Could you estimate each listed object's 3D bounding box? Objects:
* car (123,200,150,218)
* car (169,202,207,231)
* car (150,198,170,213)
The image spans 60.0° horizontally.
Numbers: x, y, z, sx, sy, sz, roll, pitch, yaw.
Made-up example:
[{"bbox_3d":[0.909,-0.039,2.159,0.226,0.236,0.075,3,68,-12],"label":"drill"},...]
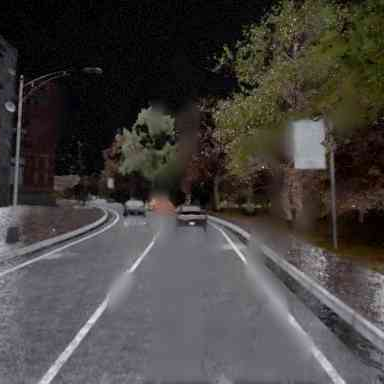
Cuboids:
[{"bbox_3d":[-5.243,1.480,30.390,1.882,1.535,5.008,2,0,-13],"label":"car"},{"bbox_3d":[-0.170,1.540,20.904,2.128,1.511,4.902,0,0,-4],"label":"car"},{"bbox_3d":[-3.664,1.438,38.121,2.097,1.767,4.553,2,-1,-18],"label":"car"}]
